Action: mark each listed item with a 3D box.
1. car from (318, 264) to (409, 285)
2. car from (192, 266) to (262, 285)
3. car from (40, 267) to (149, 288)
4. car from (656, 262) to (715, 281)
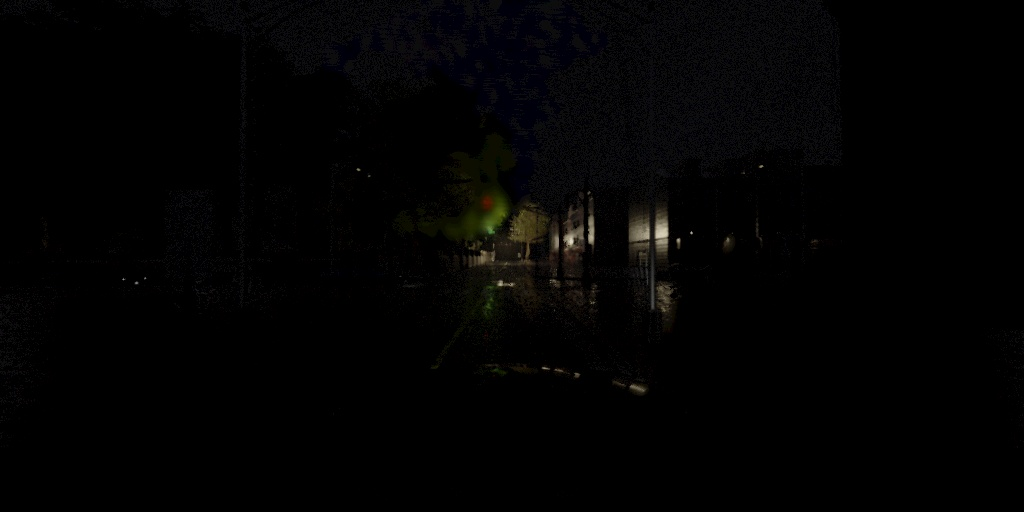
[{"bbox_3d":[-9.570,1.247,23.323,5.357,1.411,2.033,0,-1,0],"label":"car"},{"bbox_3d":[-20.604,1.372,25.954,4.403,1.370,2.007,0,0,0],"label":"car"},{"bbox_3d":[-27.064,1.396,23.321,5.357,1.411,2.033,-1,-1,0],"label":"car"},{"bbox_3d":[12.380,1.107,25.966,4.313,1.339,1.948,0,0,0],"label":"car"}]
